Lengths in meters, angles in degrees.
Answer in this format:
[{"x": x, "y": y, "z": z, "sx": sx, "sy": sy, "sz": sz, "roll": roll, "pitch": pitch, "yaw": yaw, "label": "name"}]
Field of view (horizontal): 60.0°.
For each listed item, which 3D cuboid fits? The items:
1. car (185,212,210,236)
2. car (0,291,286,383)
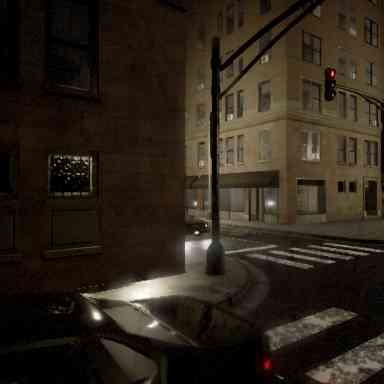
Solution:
[{"x": -1.318, "y": 1.515, "z": 17.734, "sx": 2.033, "sy": 1.411, "sz": 5.357, "roll": 0, "pitch": 0, "yaw": -36, "label": "car"}, {"x": -1.718, "y": 1.547, "z": 2.149, "sx": 5.357, "sy": 1.411, "sz": 2.033, "roll": 0, "pitch": 0, "yaw": -36, "label": "car"}]
